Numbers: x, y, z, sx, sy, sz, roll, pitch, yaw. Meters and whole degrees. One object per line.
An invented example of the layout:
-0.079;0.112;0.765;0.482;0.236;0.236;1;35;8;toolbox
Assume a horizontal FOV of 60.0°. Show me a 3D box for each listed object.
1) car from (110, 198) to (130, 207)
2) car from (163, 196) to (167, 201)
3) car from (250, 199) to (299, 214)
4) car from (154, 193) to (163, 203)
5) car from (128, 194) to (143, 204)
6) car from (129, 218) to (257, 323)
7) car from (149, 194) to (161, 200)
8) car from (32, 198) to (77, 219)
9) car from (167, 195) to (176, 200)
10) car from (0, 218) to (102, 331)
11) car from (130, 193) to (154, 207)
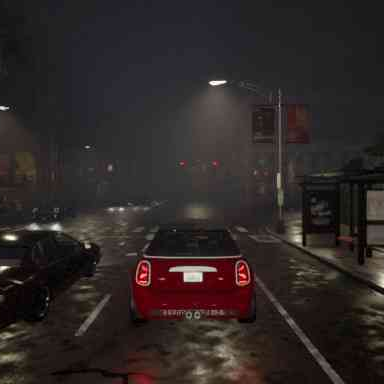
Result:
-11.138;1.595;50.902;1.895;1.301;4.718;0;0;-1;car
-7.870;1.346;80.147;2.097;1.767;4.553;0;0;-1;car
8.632;1.473;34.849;5.008;1.535;1.882;0;0;3;car
-7.741;1.213;68.216;2.150;2.045;5.566;0;0;0;car
-11.239;1.344;66.483;2.097;1.767;4.553;0;0;0;car
0.006;1.351;7.336;2.097;1.767;4.553;0;0;0;car
-10.235;1.345;92.175;2.097;1.767;4.553;0;0;12;car
-10.873;1.349;26.543;2.097;1.767;4.553;0;0;-1;car
-6.007;1.584;94.634;1.895;1.301;4.718;0;0;15;car
-3.493;1.547;7.129;2.033;1.411;5.357;0;0;0;car
-7.632;1.214;51.253;2.150;2.045;5.566;0;0;-1;car
